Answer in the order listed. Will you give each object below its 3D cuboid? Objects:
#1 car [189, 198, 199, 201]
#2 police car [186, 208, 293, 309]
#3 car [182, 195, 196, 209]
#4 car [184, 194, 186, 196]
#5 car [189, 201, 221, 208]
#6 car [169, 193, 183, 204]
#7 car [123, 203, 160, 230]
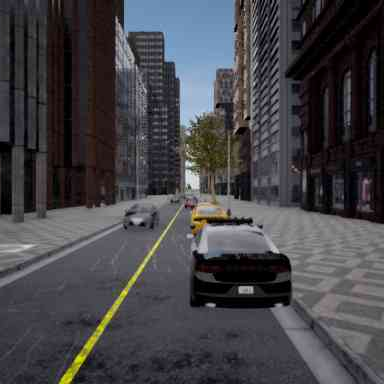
[{"bbox_3d":[0.896,1.451,24.196,1.801,1.575,5.366,0,0,0],"label":"car"},{"bbox_3d":[0.899,1.424,8.115,1.930,1.638,5.238,0,0,0],"label":"police car"},{"bbox_3d":[0.013,1.555,45.951,1.994,1.385,4.181,0,0,1],"label":"car"},{"bbox_3d":[-0.008,1.465,58.558,1.882,1.535,5.008,0,0,0],"label":"car"},{"bbox_3d":[0.897,1.475,18.005,1.882,1.535,5.008,0,0,0],"label":"car"},{"bbox_3d":[-3.076,1.491,61.475,1.837,1.490,4.892,0,0,0],"label":"car"},{"bbox_3d":[-3.103,1.488,21.168,2.128,1.511,4.902,0,0,0],"label":"car"}]
